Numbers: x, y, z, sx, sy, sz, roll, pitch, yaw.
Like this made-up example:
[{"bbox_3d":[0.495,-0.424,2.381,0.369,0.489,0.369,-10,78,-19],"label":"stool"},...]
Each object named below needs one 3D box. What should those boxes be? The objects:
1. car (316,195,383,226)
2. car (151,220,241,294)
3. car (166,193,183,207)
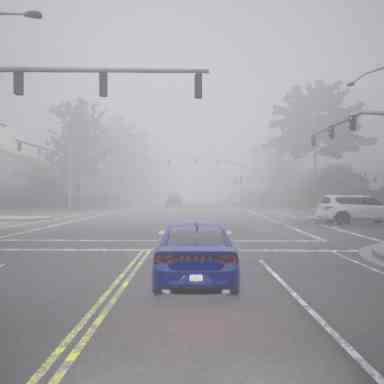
[{"bbox_3d":[11.434,1.221,22.834,5.566,2.045,2.150,0,0,0],"label":"car"},{"bbox_3d":[0.087,1.478,8.810,1.882,1.535,5.008,0,0,0],"label":"car"},{"bbox_3d":[-2.820,1.221,51.493,2.150,2.045,5.566,0,0,-2],"label":"car"}]
